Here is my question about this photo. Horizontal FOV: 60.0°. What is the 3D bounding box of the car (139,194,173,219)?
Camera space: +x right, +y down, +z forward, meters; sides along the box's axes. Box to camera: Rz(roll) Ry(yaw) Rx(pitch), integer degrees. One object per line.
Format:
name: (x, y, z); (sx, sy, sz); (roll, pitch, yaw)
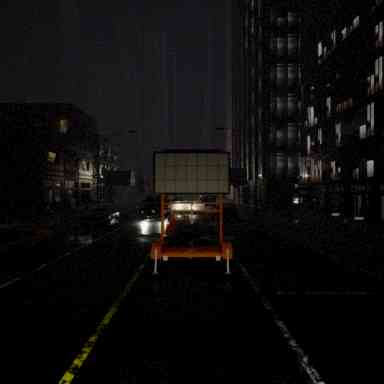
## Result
car: (-3.122, 1.226, 29.626); (2.150, 2.045, 5.566); (0, 0, 0)

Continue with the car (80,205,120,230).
car: (-5.707, 1.553, 20.996); (2.008, 1.369, 4.403); (0, 0, 0)

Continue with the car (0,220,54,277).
car: (-5.699, 1.526, 9.776); (1.752, 1.417, 4.829); (0, 0, 0)

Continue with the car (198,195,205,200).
car: (2.622, 1.582, 92.988); (1.752, 1.417, 4.829); (0, 0, 0)

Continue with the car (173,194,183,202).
car: (-3.049, 1.256, 70.836); (2.150, 2.045, 5.566); (0, 0, 0)

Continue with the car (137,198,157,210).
car: (-5.723, 1.562, 43.092); (2.008, 1.369, 4.403); (0, 0, 0)

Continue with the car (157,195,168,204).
car: (-5.739, 1.470, 65.188); (1.967, 1.590, 4.097); (0, 0, 0)

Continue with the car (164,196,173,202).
car: (-5.750, 1.627, 81.761); (1.802, 1.307, 4.206); (0, 0, 0)

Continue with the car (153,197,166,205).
car: (-5.734, 1.591, 59.664); (1.947, 1.339, 4.313); (0, 0, 0)

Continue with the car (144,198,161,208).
car: (-5.727, 1.560, 48.616); (1.887, 1.381, 4.507); (0, 0, 0)

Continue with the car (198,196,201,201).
car: (2.642, 1.555, 65.367); (1.752, 1.417, 4.829); (0, 0, 0)

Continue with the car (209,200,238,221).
car: (2.669, 1.555, 26.528); (2.008, 1.369, 4.403); (0, 0, 0)

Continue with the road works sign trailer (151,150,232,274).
road works sign trailer: (-0.007, 0.465, 10.545); (2.380, 3.560, 2.880); (0, 0, 0)

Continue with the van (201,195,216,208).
van: (2.652, 1.357, 48.625); (1.690, 1.788, 3.998); (0, 0, 0)

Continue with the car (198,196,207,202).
car: (2.630, 1.596, 81.771); (2.008, 1.369, 4.403); (0, 0, 0)
